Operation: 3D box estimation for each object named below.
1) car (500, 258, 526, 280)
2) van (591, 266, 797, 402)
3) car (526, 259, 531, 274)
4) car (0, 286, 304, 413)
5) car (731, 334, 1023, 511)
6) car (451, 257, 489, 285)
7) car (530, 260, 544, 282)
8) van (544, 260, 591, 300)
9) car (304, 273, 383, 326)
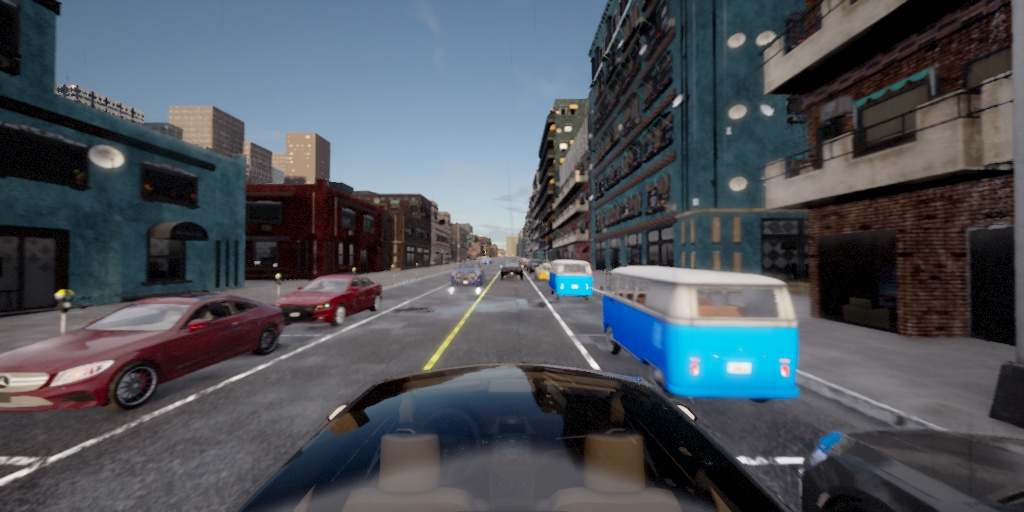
[{"bbox_3d":[-0.001,1.210,30.663,1.882,1.535,5.008,0,0,0],"label":"car"},{"bbox_3d":[2.689,1.089,6.107,1.690,1.789,3.998,0,0,0],"label":"van"},{"bbox_3d":[2.679,1.288,39.593,1.948,1.339,4.313,0,0,0],"label":"car"},{"bbox_3d":[-5.692,1.330,6.069,1.802,1.307,4.207,0,0,0],"label":"car"},{"bbox_3d":[2.691,1.301,0.527,2.007,1.370,4.403,0,0,0],"label":"car"},{"bbox_3d":[-3.008,1.118,25.428,2.097,1.767,4.553,0,0,0],"label":"car"},{"bbox_3d":[2.682,1.259,28.600,1.751,1.417,4.829,0,0,0],"label":"car"},{"bbox_3d":[2.686,1.083,17.270,1.690,1.789,3.998,0,0,0],"label":"van"},{"bbox_3d":[-5.693,1.291,11.650,1.888,1.381,4.507,0,0,0],"label":"car"}]
